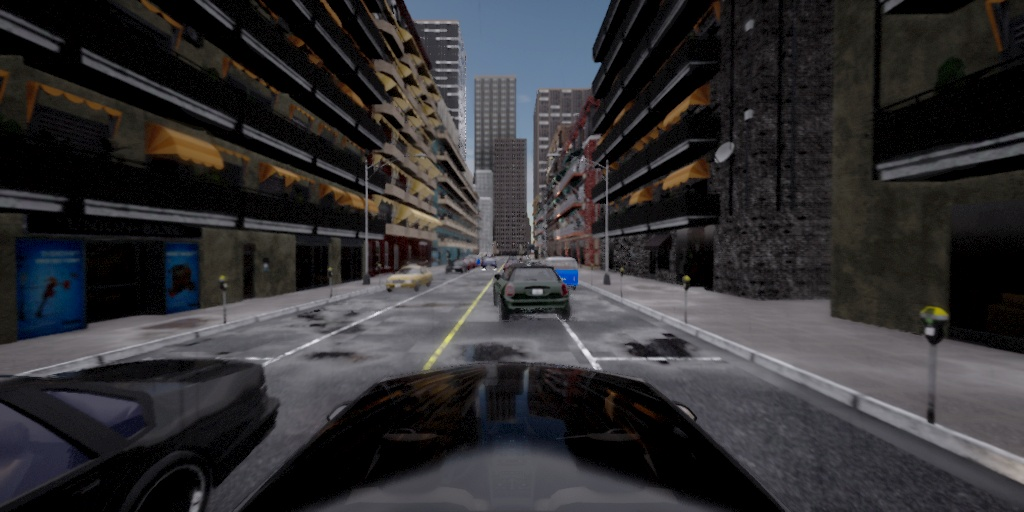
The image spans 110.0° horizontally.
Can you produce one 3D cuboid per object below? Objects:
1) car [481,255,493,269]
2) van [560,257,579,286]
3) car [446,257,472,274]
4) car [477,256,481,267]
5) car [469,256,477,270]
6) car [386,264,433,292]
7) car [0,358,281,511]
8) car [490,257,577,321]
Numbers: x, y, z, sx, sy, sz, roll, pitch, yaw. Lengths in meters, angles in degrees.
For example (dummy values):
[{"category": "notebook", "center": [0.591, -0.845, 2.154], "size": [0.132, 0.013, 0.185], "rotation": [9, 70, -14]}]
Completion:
[{"category": "car", "center": [-3.008, 0.950, 48.782], "size": [1.812, 1.442, 4.674], "rotation": [0, 0, 1]}, {"category": "van", "center": [2.698, 0.959, 20.464], "size": [1.690, 1.789, 3.998], "rotation": [0, 0, 0]}, {"category": "car", "center": [-5.674, 1.070, 37.050], "size": [1.948, 1.339, 4.313], "rotation": [0, 0, 0]}, {"category": "car", "center": [-5.669, 0.975, 48.097], "size": [1.888, 1.381, 4.507], "rotation": [0, 0, 0]}, {"category": "car", "center": [-5.672, 1.012, 42.574], "size": [1.888, 1.381, 4.507], "rotation": [0, 0, 0]}, {"category": "car", "center": [-5.683, 1.144, 20.311], "size": [1.751, 1.417, 4.829], "rotation": [0, 0, 0]}, {"category": "car", "center": [-3.101, 1.302, 0.991], "size": [2.033, 1.411, 5.357], "rotation": [0, 0, 0]}, {"category": "car", "center": [0.505, 1.026, 12.358], "size": [2.097, 1.767, 4.553], "rotation": [0, 0, -6]}]
